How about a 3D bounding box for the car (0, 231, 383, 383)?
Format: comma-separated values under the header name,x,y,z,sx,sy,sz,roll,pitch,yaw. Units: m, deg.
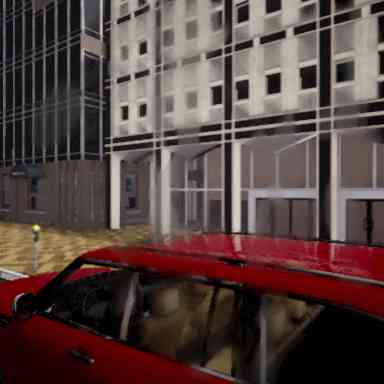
name,x,y,z,sx,sy,sz,roll,pitch,yaw
car,-0.120,1.305,2.967,5.009,1.841,2.192,0,0,36
